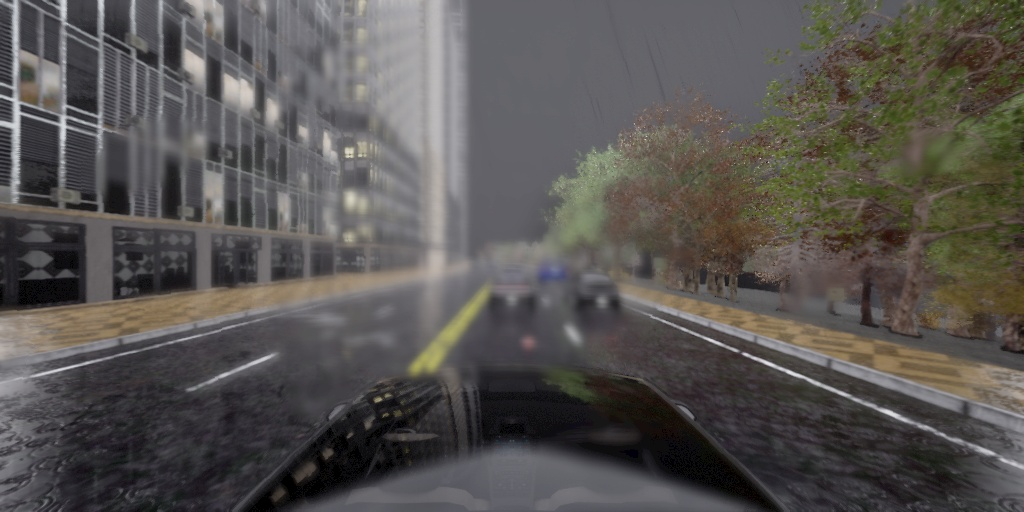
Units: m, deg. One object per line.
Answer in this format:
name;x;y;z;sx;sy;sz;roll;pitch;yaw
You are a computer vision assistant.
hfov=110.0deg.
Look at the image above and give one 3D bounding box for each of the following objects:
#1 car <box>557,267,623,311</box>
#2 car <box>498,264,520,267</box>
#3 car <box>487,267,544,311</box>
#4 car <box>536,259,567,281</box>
car;3.270;1.397;15.341;1.837;1.490;4.892;0;0;0
car;0.024;1.548;30.357;1.837;1.490;4.892;0;0;0
car;0.020;1.383;15.348;2.128;1.511;4.902;0;0;0
car;3.265;1.256;29.418;2.150;2.045;5.566;0;0;0
